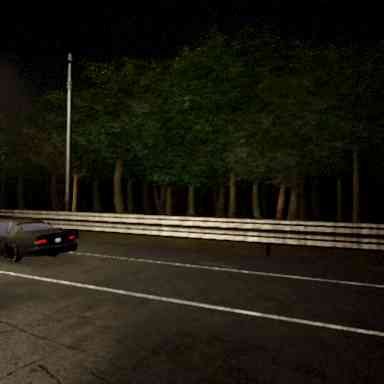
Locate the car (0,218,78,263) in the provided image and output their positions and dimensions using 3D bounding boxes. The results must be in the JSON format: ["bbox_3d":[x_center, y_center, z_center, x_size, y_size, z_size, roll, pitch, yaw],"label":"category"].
[{"bbox_3d":[-6.713,1.665,12.321,5.357,1.411,2.033,0,-1,28],"label":"car"}]
